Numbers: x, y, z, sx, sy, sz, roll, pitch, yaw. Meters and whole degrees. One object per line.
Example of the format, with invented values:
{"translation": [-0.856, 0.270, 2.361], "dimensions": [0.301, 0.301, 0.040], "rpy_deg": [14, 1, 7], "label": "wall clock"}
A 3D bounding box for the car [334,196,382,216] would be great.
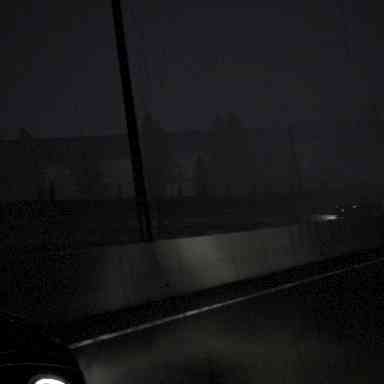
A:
{"translation": [13.165, 1.048, 26.183], "dimensions": [4.674, 1.442, 1.812], "rpy_deg": [-1, 1, -35], "label": "car"}

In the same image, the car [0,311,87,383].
{"translation": [-2.853, 1.379, 1.711], "dimensions": [4.553, 1.767, 2.097], "rpy_deg": [-1, 1, -36], "label": "car"}
